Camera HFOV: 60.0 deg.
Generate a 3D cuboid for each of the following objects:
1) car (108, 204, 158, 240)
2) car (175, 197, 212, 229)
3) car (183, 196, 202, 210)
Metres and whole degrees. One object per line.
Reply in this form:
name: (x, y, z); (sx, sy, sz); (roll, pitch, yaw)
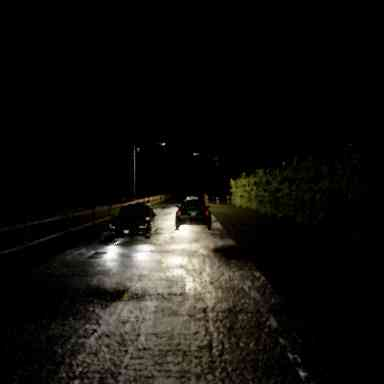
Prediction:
car: (-2.771, 1.416, 16.448); (1.837, 1.490, 4.892); (0, 0, 0)
car: (0.073, 1.239, 20.636); (2.097, 1.767, 4.553); (0, 0, 0)
car: (0.052, 1.278, 39.523); (2.128, 1.511, 4.902); (0, 0, 0)
